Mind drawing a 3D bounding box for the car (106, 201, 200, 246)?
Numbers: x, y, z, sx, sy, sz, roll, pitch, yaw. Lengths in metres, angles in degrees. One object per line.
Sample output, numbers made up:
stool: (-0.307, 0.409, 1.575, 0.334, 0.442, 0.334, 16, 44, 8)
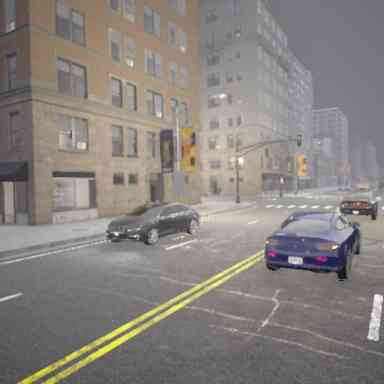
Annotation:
car: (-1.439, 1.198, 13.941, 1.837, 1.490, 4.892, -1, 1, 31)

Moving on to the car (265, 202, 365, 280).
car: (3.406, 1.220, 9.026, 1.812, 1.442, 4.674, -1, 1, 32)

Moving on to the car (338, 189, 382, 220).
car: (10.052, 0.767, 19.919, 1.837, 1.490, 4.892, -1, 2, 31)

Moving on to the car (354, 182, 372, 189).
car: (32.627, -0.877, 63.353, 1.882, 1.535, 5.008, -1, 2, 31)

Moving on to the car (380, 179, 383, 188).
car: (47.131, -2.055, 80.892, 2.150, 2.045, 5.566, -1, 2, 31)

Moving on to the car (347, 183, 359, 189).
car: (37.980, -1.395, 78.367, 2.033, 1.411, 5.357, -1, 2, 31)

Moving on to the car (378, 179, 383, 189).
car: (41.711, -1.573, 72.005, 2.150, 2.045, 5.566, -1, 2, 31)

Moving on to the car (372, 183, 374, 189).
car: (40.765, -1.607, 76.694, 2.097, 1.767, 4.553, -1, 2, 31)

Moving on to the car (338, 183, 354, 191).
car: (29.854, -0.803, 65.048, 2.128, 1.511, 4.902, -1, 2, 31)
